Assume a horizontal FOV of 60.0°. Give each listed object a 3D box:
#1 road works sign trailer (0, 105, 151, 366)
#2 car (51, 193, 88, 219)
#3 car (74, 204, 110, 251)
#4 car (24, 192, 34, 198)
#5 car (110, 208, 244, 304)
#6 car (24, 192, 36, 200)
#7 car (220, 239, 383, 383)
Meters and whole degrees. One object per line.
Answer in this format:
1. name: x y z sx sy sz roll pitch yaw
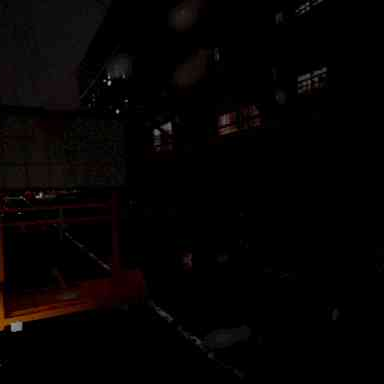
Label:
1. road works sign trailer: -2.327 0.372 5.864 2.380 3.560 2.880 -2 2 -28
2. car: -8.414 0.978 22.771 2.192 1.841 5.009 -2 1 -28
3. car: -3.036 1.309 12.866 2.008 1.369 4.403 -2 1 -28
4. car: -37.957 0.671 77.280 1.887 1.381 4.507 -2 1 -28
5. car: -0.354 1.245 7.909 1.967 1.590 4.097 -2 1 -28
6. car: -32.667 0.749 67.519 1.752 1.417 4.829 -2 1 -28
7. car: 2.336 1.397 2.957 1.887 1.381 4.507 -2 1 -28
